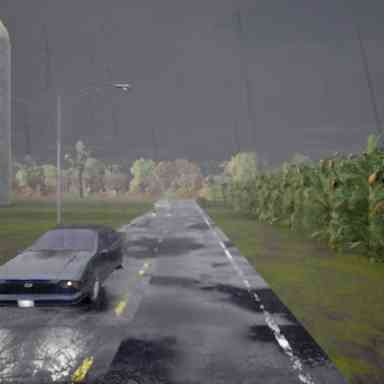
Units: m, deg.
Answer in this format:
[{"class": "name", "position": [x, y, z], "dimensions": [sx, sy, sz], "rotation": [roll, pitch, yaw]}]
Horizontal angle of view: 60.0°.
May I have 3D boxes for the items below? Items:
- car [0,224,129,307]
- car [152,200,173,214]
[{"class": "car", "position": [-2.887, 1.555, 8.438], "dimensions": [2.033, 1.411, 5.357], "rotation": [0, 0, 0]}, {"class": "car", "position": [-3.140, 1.591, 36.518], "dimensions": [1.812, 1.442, 4.674], "rotation": [0, 0, -1]}]
